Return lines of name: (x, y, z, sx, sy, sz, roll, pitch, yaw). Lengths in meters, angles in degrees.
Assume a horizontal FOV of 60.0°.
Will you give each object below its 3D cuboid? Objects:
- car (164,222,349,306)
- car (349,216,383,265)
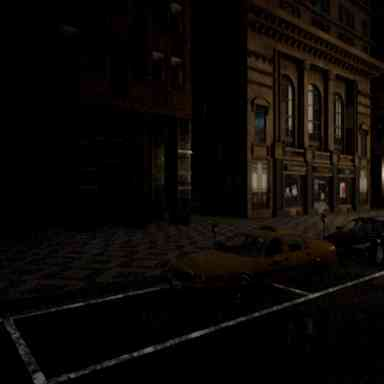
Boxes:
car: (1.627, 1.520, 8.004, 4.829, 1.417, 1.752, 0, 0, -37)
car: (6.244, 1.541, 11.505, 4.403, 1.369, 2.008, 0, 0, -37)
